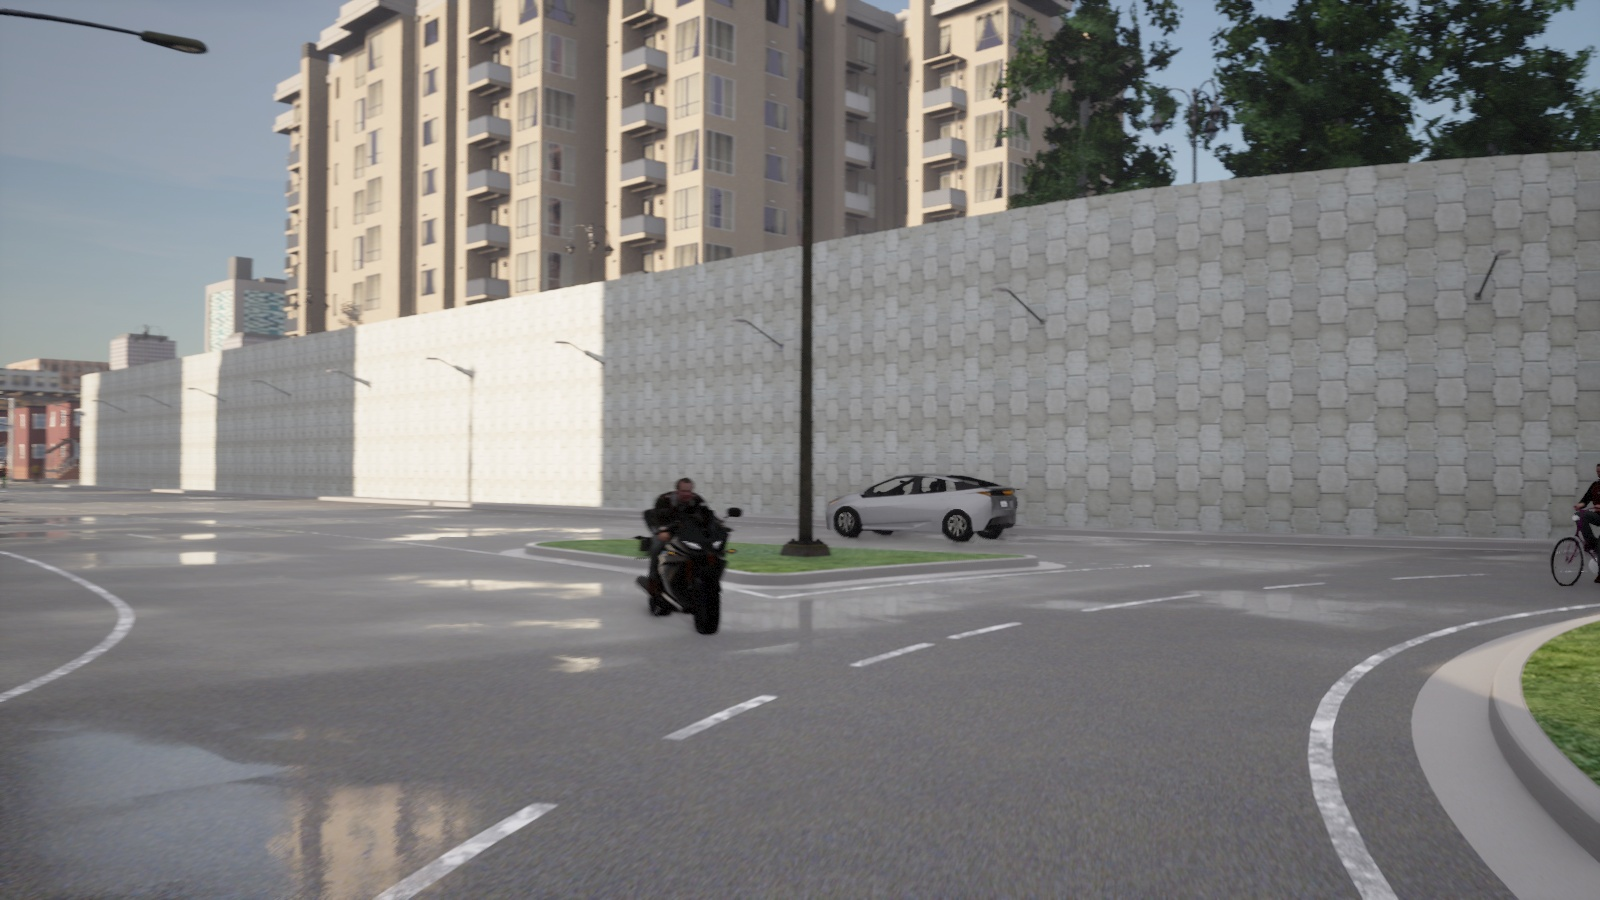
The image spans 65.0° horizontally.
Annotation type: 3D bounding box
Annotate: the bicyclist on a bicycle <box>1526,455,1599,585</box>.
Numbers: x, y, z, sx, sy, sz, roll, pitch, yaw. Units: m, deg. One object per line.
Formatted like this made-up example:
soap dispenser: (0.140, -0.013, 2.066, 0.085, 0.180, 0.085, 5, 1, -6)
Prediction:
bicyclist on a bicycle: (11.219, 0.960, 17.756, 1.843, 1.776, 0.659, 1, 0, -23)

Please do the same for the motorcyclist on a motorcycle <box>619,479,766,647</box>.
motorcyclist on a motorcycle: (-1.143, 1.066, 12.761, 0.866, 1.530, 2.191, 0, -1, -22)

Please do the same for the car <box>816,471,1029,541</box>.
car: (2.811, 1.246, 29.235, 4.514, 1.525, 2.007, -1, -1, 34)

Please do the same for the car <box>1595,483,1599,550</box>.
car: (17.747, 1.268, 23.285, 4.718, 1.301, 1.895, 0, -1, 5)
